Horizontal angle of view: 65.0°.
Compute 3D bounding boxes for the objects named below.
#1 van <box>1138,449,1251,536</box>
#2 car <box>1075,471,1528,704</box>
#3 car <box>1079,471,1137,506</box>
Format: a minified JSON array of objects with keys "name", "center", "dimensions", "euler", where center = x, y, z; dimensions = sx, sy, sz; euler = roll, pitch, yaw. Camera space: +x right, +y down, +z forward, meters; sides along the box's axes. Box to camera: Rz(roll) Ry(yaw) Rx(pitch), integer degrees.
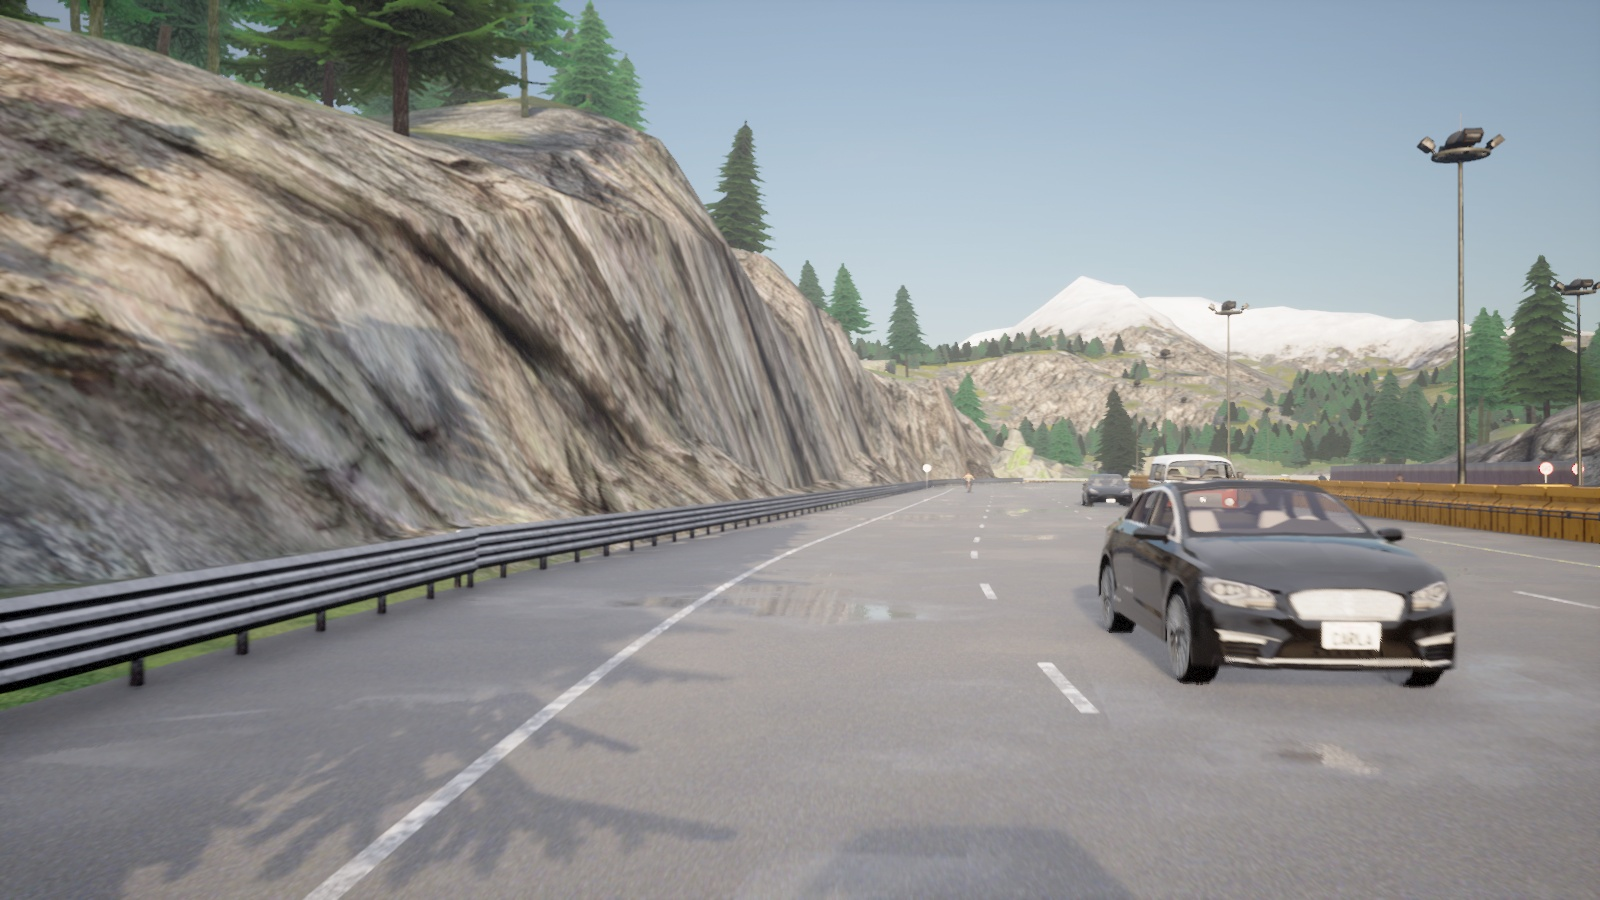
[{"name":"van","center":[9.862,1.033,31.746],"dimensions":[2.069,2.038,4.480],"euler":[0,-1,9]},{"name":"car","center":[3.792,0.935,10.641],"dimensions":[2.128,1.511,4.902],"euler":[0,-1,4]},{"name":"car","center":[13.927,1.718,57.028],"dimensions":[2.163,1.488,4.792],"euler":[0,-1,9]}]
